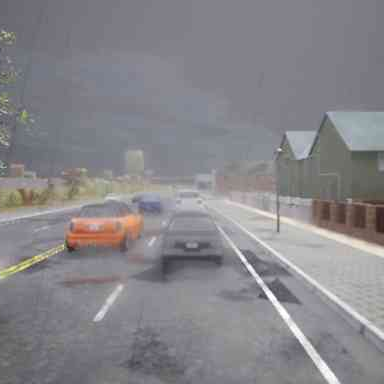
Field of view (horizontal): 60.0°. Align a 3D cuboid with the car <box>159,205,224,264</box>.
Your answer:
[{"bbox_3d":[0.011,1.403,11.153,2.033,1.411,5.357,0,1,0],"label":"car"}]

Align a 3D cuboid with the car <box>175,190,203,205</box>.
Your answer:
[{"bbox_3d":[-0.244,0.871,27.255,2.150,2.045,5.566,0,1,-1],"label":"car"}]

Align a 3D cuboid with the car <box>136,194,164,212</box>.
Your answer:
[{"bbox_3d":[-3.543,1.098,29.533,1.882,1.535,5.008,0,1,-1],"label":"car"}]

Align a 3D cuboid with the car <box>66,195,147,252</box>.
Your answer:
[{"bbox_3d":[-3.245,1.181,13.182,2.097,1.767,4.553,0,1,0],"label":"car"}]
